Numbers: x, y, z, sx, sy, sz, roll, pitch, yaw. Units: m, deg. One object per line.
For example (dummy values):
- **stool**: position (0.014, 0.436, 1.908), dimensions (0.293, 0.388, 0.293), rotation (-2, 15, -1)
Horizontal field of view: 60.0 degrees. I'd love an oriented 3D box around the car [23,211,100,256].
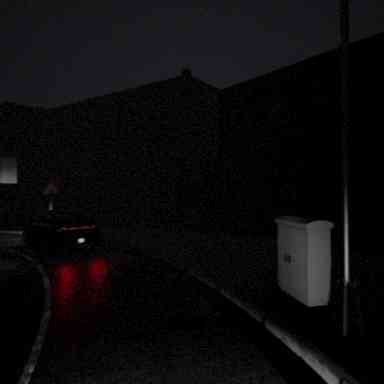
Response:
- **car**: position (-5.420, 1.547, 13.531), dimensions (2.128, 1.511, 4.902), rotation (-1, -1, -39)
